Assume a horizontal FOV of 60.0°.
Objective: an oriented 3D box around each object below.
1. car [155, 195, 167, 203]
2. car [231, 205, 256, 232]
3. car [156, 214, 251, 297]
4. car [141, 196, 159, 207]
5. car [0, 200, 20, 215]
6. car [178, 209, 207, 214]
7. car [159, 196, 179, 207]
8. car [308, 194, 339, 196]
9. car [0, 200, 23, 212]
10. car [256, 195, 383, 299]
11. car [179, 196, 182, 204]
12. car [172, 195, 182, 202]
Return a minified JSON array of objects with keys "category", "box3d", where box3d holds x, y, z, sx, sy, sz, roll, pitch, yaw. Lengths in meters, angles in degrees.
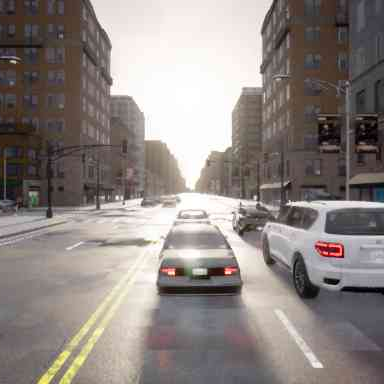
[{"category":"car","box3d":[-6.563,1.516,71.070,2.128,1.511,4.902,0,0,0]},{"category":"car","box3d":[3.335,1.505,18.455,1.837,1.490,4.892,0,0,1]},{"category":"car","box3d":[0.080,1.548,8.777,2.033,1.411,5.357,0,0,-2]},{"category":"car","box3d":[-6.640,1.502,50.679,1.837,1.490,4.892,0,0,0]},{"category":"car","box3d":[-19.740,1.485,32.793,4.902,1.511,2.128,0,0,0]},{"category":"car","box3d":[0.069,1.601,18.426,1.895,1.301,4.718,0,0,2]},{"category":"car","box3d":[-3.390,1.475,50.446,1.882,1.535,5.008,0,0,0]},{"category":"car","box3d":[13.820,1.245,32.994,5.566,2.045,2.150,0,0,0]},{"category":"car","box3d":[-22.157,1.580,38.291,4.313,1.339,1.947,0,0,0]},{"category":"car","box3d":[3.342,1.222,8.598,2.150,2.045,5.566,0,0,0]},{"category":"car","box3d":[-3.357,1.558,63.902,1.994,1.385,4.181,0,0,0]},{"category":"car","box3d":[-3.317,1.529,75.672,2.033,1.411,5.357,0,0,0]}]
